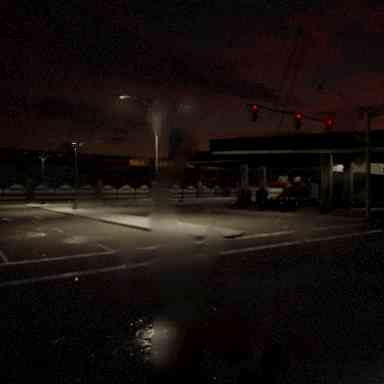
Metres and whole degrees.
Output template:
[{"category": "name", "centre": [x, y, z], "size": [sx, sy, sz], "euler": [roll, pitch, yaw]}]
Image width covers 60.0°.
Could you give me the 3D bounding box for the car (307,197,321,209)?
[{"category": "car", "centre": [13.468, 1.274, 38.970], "size": [1.970, 1.475, 3.806], "euler": [0, 0, -35]}]

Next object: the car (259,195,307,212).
[{"category": "car", "centre": [9.227, 1.142, 35.019], "size": [2.242, 1.667, 4.611], "euler": [0, 0, -35]}]
